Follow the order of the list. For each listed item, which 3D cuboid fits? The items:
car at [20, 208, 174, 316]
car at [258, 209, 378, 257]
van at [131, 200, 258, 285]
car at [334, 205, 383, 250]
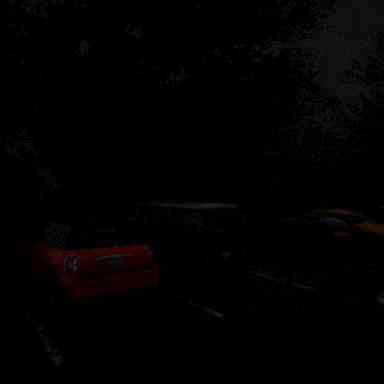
[{"bbox_3d":[-2.628,1.345,7.896,2.185,1.767,4.553,0,0,-36],"label":"car"},{"bbox_3d":[4.151,1.487,12.777,2.002,1.452,4.674,0,0,-36],"label":"car"},{"bbox_3d":[-0.452,1.235,9.632,1.878,1.987,4.442,0,0,-36],"label":"van"},{"bbox_3d":[6.522,1.437,14.248,1.946,1.575,5.366,0,0,-36],"label":"car"}]
